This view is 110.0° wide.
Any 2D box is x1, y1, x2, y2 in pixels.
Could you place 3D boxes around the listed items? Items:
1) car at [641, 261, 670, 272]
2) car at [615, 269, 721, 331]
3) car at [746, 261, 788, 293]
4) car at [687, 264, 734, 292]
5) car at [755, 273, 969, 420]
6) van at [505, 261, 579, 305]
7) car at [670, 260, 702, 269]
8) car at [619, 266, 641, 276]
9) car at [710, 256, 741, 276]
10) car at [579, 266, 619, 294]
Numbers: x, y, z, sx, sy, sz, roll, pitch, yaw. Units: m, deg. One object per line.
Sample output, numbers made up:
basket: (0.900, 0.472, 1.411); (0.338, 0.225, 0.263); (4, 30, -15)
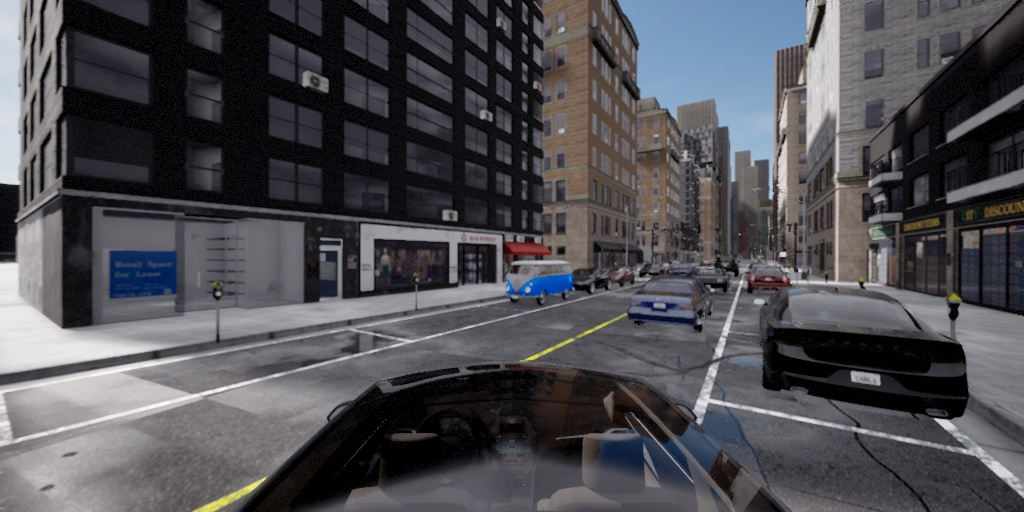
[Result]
car: (13.432, 1.361, 34.213); (1.948, 1.339, 4.313); (0, 0, 34)
car: (5.119, 1.313, 11.228); (2.033, 1.411, 5.357); (0, 0, 33)
car: (14.458, 1.237, 20.332); (1.967, 1.591, 4.097); (0, 0, 34)
car: (12.171, 1.391, 21.863); (1.895, 1.301, 4.718); (0, 0, 34)
car: (5.395, 1.245, 6.148); (1.882, 1.535, 5.008); (0, 0, 34)
van: (1.272, 1.093, 15.873); (1.690, 1.789, 3.998); (0, 0, 34)
car: (15.892, 1.351, 33.244); (2.033, 1.411, 5.357); (0, 0, 34)
car: (7.352, 1.355, 25.043); (1.802, 1.307, 4.207); (0, 0, 34)
car: (22.949, 1.052, 38.303); (2.150, 2.045, 5.566); (0, 0, 34)
car: (4.312, 1.328, 20.458); (1.948, 1.339, 4.313); (0, 0, 34)
